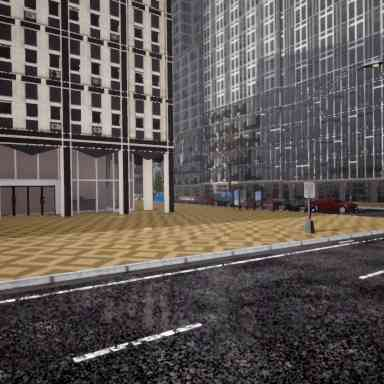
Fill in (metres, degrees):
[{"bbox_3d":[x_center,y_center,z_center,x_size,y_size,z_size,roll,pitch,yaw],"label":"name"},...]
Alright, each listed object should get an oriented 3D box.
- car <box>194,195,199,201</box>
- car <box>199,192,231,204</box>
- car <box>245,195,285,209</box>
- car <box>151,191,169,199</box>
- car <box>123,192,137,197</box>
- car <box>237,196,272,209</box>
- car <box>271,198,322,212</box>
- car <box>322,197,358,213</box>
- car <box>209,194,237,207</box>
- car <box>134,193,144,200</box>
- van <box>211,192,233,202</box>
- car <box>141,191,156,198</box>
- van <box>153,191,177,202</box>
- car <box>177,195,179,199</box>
[{"bbox_3d":[2.046,1.043,63.508,1.802,1.307,4.206,0,1,-34],"label":"car"},{"bbox_3d":[3.602,1.011,50.885,2.097,1.767,4.553,-1,1,-35],"label":"car"},{"bbox_3d":[9.256,1.228,42.579,1.882,1.535,5.008,-1,1,-34],"label":"car"},{"bbox_3d":[-7.536,0.615,77.609,2.192,1.841,5.009,0,1,-34],"label":"car"},{"bbox_3d":[-17.117,0.689,91.715,2.008,1.369,4.403,0,1,-34],"label":"car"},{"bbox_3d":[7.796,1.388,39.935,1.802,1.307,4.206,0,1,-34],"label":"car"},{"bbox_3d":[10.976,1.424,35.221,1.947,1.339,4.313,0,1,-34],"label":"car"},{"bbox_3d":[14.656,1.315,34.629,1.882,1.535,5.008,-1,1,-34],"label":"car"},{"bbox_3d":[4.651,1.319,44.668,1.947,1.339,4.313,0,1,-34],"label":"car"},{"bbox_3d":[-11.274,1.040,68.203,2.008,1.369,4.403,0,1,-34],"label":"car"},{"bbox_3d":[5.240,0.855,58.804,1.690,1.788,3.998,0,1,-34],"label":"van"},{"bbox_3d":[-10.730,0.686,82.312,1.967,1.590,4.097,0,1,-34],"label":"car"},{"bbox_3d":[-4.886,0.937,58.798,1.690,1.788,3.998,0,1,-34],"label":"van"},{"bbox_3d":[-4.341,0.936,72.911,1.802,1.307,4.206,0,1,-34],"label":"car"}]
